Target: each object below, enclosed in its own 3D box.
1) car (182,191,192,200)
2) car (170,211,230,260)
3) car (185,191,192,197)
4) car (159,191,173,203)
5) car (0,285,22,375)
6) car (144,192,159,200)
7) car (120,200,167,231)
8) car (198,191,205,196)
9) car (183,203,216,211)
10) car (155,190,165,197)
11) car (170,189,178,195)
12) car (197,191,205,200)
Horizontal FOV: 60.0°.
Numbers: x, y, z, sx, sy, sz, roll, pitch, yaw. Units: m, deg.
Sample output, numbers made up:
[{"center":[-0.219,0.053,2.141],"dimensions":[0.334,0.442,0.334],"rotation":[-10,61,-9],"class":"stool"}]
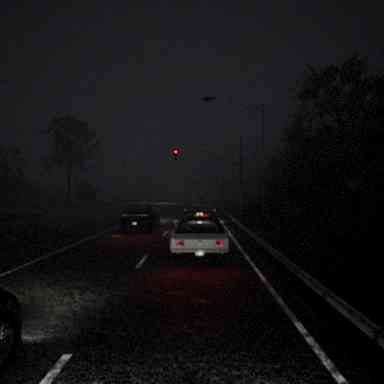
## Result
[{"center":[-1.289,0.754,80.293],"dimensions":[2.150,2.045,5.566],"rotation":[0,3,2],"class":"car"},{"center":[0.283,1.603,12.439],"dimensions":[1.895,1.301,4.718],"rotation":[0,0,1],"class":"car"},{"center":[-0.961,0.428,90.725],"dimensions":[1.895,1.301,4.718],"rotation":[0,3,2],"class":"car"},{"center":[-5.126,1.319,69.597],"dimensions":[2.097,1.767,4.553],"rotation":[0,1,2],"class":"car"},{"center":[-3.358,1.351,2.653],"dimensions":[2.097,1.767,4.553],"rotation":[0,0,0],"class":"car"},{"center":[-8.626,1.189,69.644],"dimensions":[2.150,2.045,5.566],"rotation":[0,1,2],"class":"car"},{"center":[-3.032,1.493,20.343],"dimensions":[2.128,1.511,4.902],"rotation":[0,0,1],"class":"car"},{"center":[2.536,0.388,90.583],"dimensions":[1.994,1.385,4.181],"rotation":[0,3,2],"class":"car"},{"center":[0.506,1.509,21.723],"dimensions":[1.837,1.490,4.892],"rotation":[0,0,2],"class":"car"},{"center":[-8.142,0.441,85.081],"dimensions":[2.128,1.511,4.902],"rotation":[0,3,2],"class":"car"},{"center":[-4.645,0.144,84.926],"dimensions":[2.150,2.045,5.566],"rotation":[0,3,2],"class":"car"},{"center":[2.209,1.056,80.169],"dimensions":[2.128,1.511,4.902],"rotation":[0,3,2],"class":"car"}]
